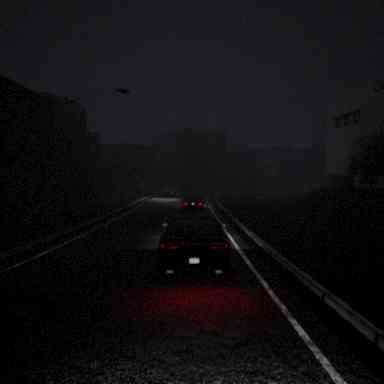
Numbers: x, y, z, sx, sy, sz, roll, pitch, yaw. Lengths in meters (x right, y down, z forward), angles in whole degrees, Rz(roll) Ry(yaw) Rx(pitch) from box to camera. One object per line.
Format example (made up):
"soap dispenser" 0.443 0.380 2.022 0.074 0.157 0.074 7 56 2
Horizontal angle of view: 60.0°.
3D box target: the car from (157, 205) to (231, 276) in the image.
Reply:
"car" 0.067 1.423 10.284 1.882 1.535 5.008 0 1 0

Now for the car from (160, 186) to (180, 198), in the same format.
"car" -2.953 -0.054 45.802 1.882 1.535 5.008 0 3 12

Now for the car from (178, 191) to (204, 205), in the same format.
"car" 0.091 0.884 29.245 2.033 1.411 5.357 0 3 0
